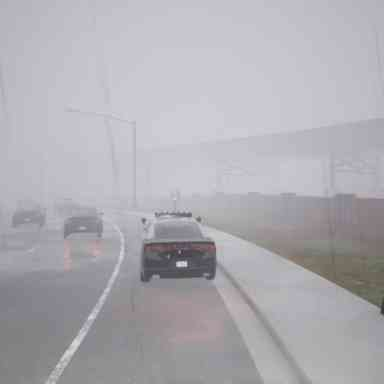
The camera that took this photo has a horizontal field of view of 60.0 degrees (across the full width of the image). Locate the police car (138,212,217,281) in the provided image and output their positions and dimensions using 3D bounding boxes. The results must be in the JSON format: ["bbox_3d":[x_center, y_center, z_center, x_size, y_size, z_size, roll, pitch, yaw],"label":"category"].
[{"bbox_3d":[-0.576,1.422,10.058,1.930,1.638,5.238,0,0,-8],"label":"police car"}]

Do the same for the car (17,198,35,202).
[{"bbox_3d":[-23.377,1.643,46.884,2.128,1.511,4.902,-1,0,-43],"label":"car"}]

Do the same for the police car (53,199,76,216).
[{"bbox_3d":[-12.729,1.486,33.523,1.930,1.638,5.238,0,0,-31],"label":"police car"}]

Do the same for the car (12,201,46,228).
[{"bbox_3d":[-11.177,1.580,22.994,1.812,1.442,4.674,0,0,-21],"label":"car"}]

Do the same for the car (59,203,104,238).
[{"bbox_3d":[-5.818,1.544,17.990,1.812,1.442,4.674,0,0,-15],"label":"car"}]
